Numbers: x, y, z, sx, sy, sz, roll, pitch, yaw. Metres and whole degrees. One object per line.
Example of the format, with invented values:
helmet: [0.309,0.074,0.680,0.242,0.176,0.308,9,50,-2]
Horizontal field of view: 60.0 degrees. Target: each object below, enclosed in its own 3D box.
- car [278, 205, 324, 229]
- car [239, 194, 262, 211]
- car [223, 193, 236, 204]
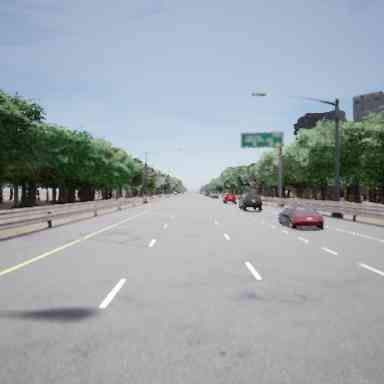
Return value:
car: [7.015,1.567,21.803,1.994,1.385,4.181,0,0,0]
car: [7.067,1.207,40.515,2.150,2.045,5.566,0,0,0]
car: [7.153,1.186,64.026,2.150,2.045,5.566,0,0,0]
